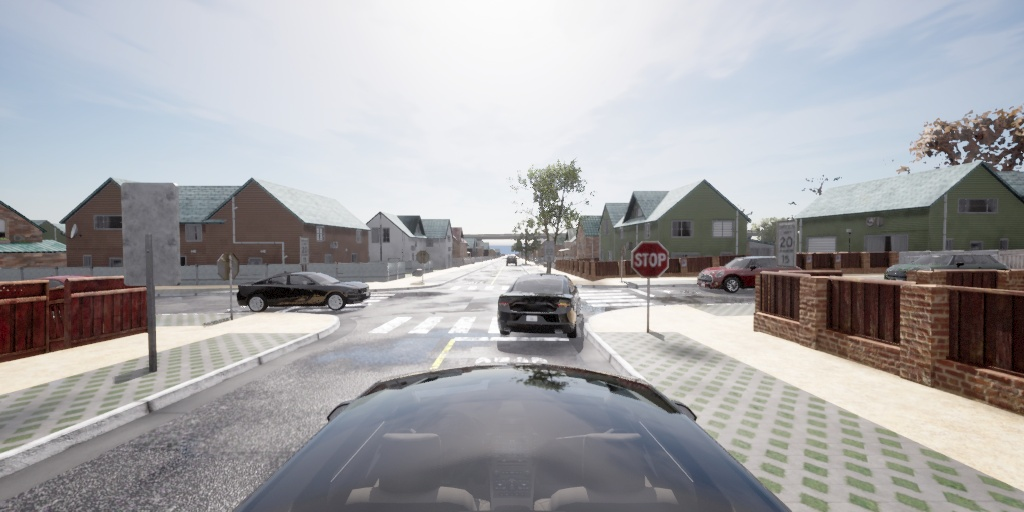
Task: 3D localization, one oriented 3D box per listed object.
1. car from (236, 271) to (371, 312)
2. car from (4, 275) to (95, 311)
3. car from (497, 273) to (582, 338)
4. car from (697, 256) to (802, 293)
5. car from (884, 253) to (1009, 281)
[{"bbox_3d":[-8.482,1.376,14.820,5.008,1.535,1.882,-1,2,0],"label":"car"},{"bbox_3d":[-18.035,1.546,14.747,5.008,1.535,1.882,-1,2,0],"label":"car"},{"bbox_3d":[0.949,1.224,10.303,1.882,1.535,5.008,0,0,12],"label":"car"},{"bbox_3d":[11.790,0.820,17.924,4.553,1.767,2.097,-1,2,0],"label":"car"},{"bbox_3d":[21.685,0.646,18.006,4.553,1.767,2.097,-1,2,0],"label":"car"}]
